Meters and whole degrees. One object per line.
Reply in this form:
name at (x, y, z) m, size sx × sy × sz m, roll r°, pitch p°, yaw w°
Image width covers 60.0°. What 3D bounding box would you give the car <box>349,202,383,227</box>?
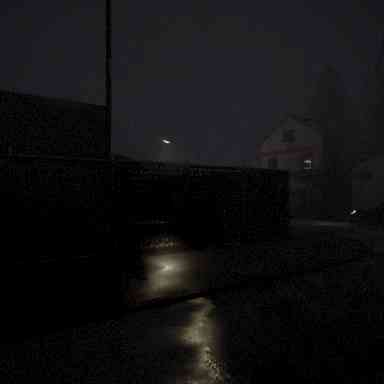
car at (12.417, 1.351, 20.882) m, size 4.553 × 1.767 × 2.097 m, roll 0°, pitch 0°, yaw 44°
